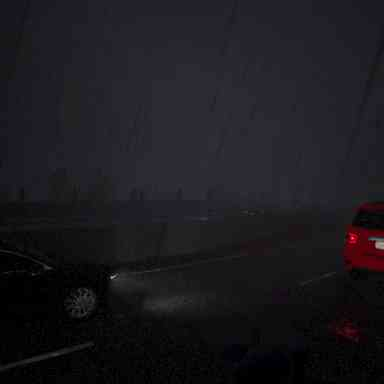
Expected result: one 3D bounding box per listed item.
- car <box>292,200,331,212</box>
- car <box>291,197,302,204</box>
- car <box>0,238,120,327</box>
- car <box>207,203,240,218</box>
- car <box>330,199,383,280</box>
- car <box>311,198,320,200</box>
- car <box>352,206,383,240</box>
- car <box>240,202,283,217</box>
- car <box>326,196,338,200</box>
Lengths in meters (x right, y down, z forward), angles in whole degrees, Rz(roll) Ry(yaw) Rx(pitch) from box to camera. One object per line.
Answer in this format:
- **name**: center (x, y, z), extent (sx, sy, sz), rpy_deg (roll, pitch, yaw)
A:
- **car**: center (10.846, 1.732, 29.743), extent (1.994, 1.385, 4.181), rpy_deg (0, 0, 38)
- **car**: center (21.762, 1.815, 69.281), extent (2.128, 1.511, 4.902), rpy_deg (0, 0, 13)
- **car**: center (-3.635, 1.519, 5.595), extent (4.892, 1.490, 1.837), rpy_deg (1, 0, -36)
- **car**: center (3.277, 1.718, 31.436), extent (1.994, 1.385, 4.181), rpy_deg (0, 0, 39)
- **car**: center (6.195, 1.281, 9.071), extent (5.566, 2.045, 2.150), rpy_deg (0, 0, -42)
- **car**: center (24.837, 1.945, 66.868), extent (1.895, 1.301, 4.718), rpy_deg (0, 0, 13)
- **car**: center (10.645, 1.621, 18.385), extent (1.837, 1.490, 4.892), rpy_deg (0, 0, 43)
- **car**: center (6.561, 1.661, 29.936), extent (1.837, 1.490, 4.892), rpy_deg (0, 0, 38)
- **car**: center (28.650, 1.646, 68.030), extent (2.097, 1.767, 4.553), rpy_deg (0, 0, 13)
